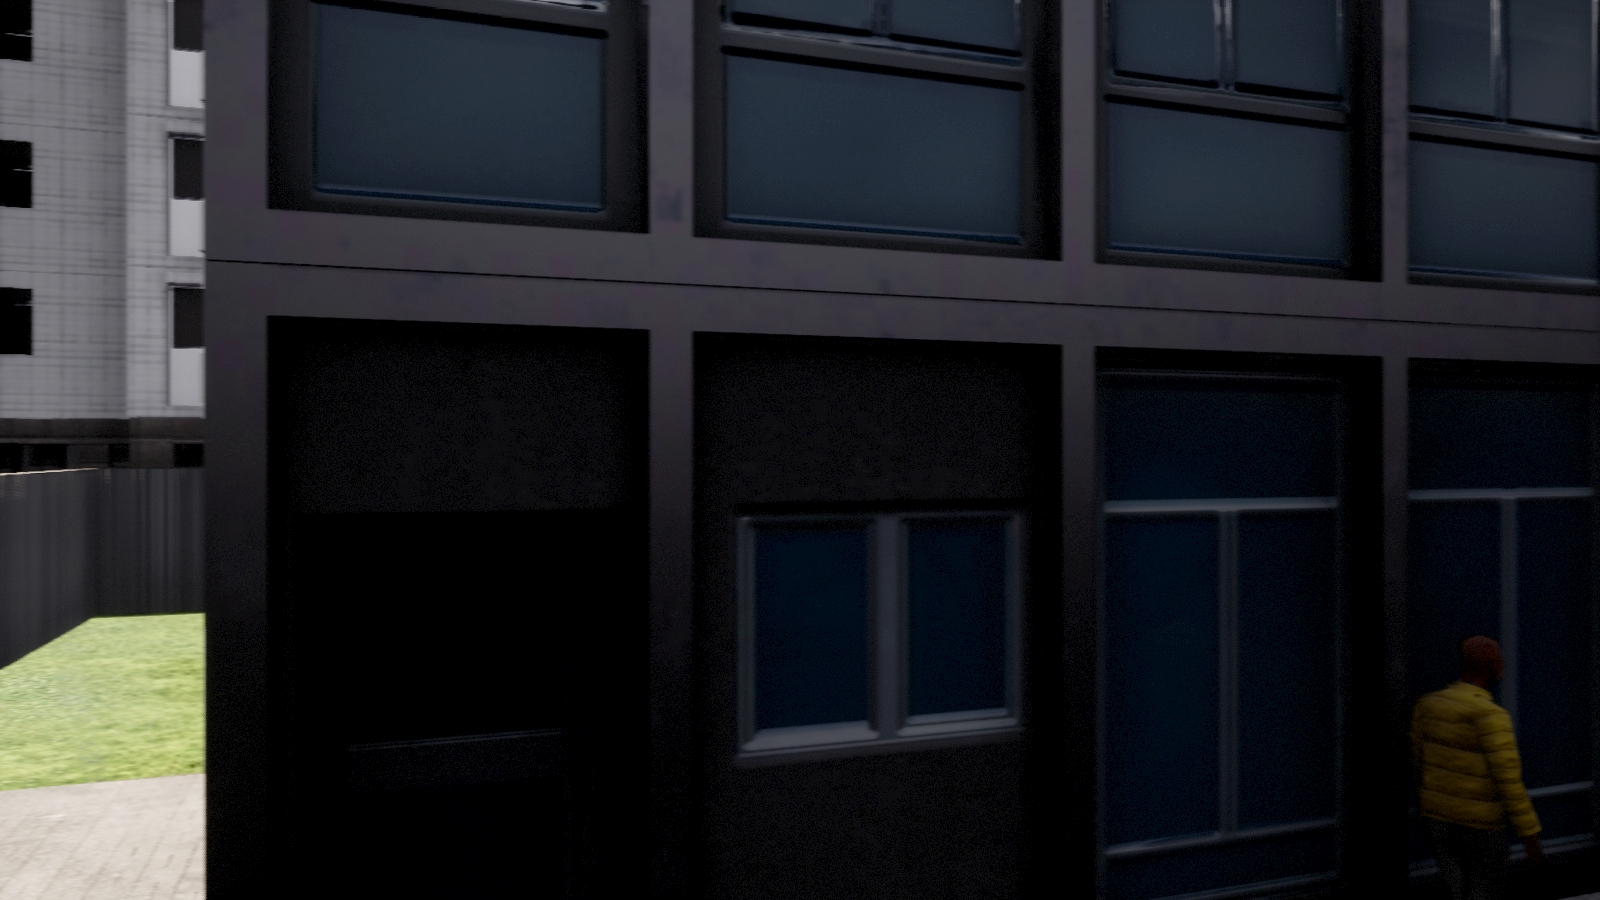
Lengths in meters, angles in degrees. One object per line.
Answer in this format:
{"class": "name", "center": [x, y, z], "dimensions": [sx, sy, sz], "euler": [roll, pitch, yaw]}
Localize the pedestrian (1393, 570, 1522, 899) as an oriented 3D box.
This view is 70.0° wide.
{"class": "pedestrian", "center": [3.100, 1.523, 5.395], "dimensions": [0.375, 1.860, 0.375], "euler": [0, 0, -20]}
